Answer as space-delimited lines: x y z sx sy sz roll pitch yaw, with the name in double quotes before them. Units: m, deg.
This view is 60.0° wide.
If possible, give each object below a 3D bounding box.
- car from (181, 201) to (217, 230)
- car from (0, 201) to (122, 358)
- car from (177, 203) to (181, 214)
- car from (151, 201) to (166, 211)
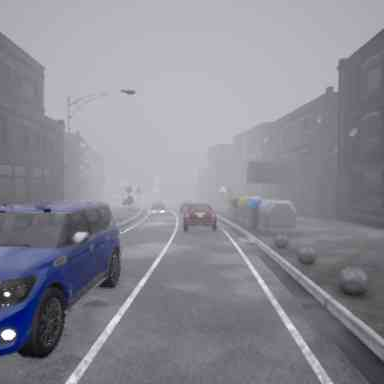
"car" 0.477 1.512 22.592 2.097 1.767 4.553 0 -1 -1
"car" -2.920 1.216 6.369 2.150 2.045 5.566 0 -1 2
"car" -0.643 1.822 40.575 1.837 1.490 4.892 0 0 -6
"car" -5.020 2.032 49.447 1.994 1.385 4.181 0 -1 -9
